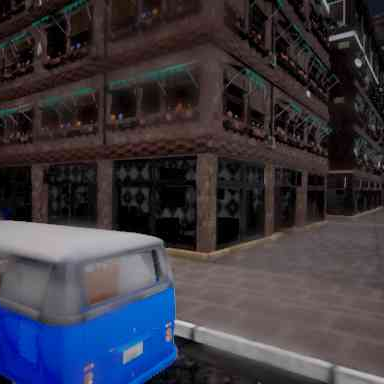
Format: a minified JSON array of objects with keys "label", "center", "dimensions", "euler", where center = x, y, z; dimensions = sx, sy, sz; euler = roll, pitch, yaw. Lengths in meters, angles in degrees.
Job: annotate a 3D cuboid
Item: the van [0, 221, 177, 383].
[{"label":"van","center":[-2.084,1.338,4.343],"dimensions":[3.998,1.788,1.690],"euler":[0,1,36]}]
